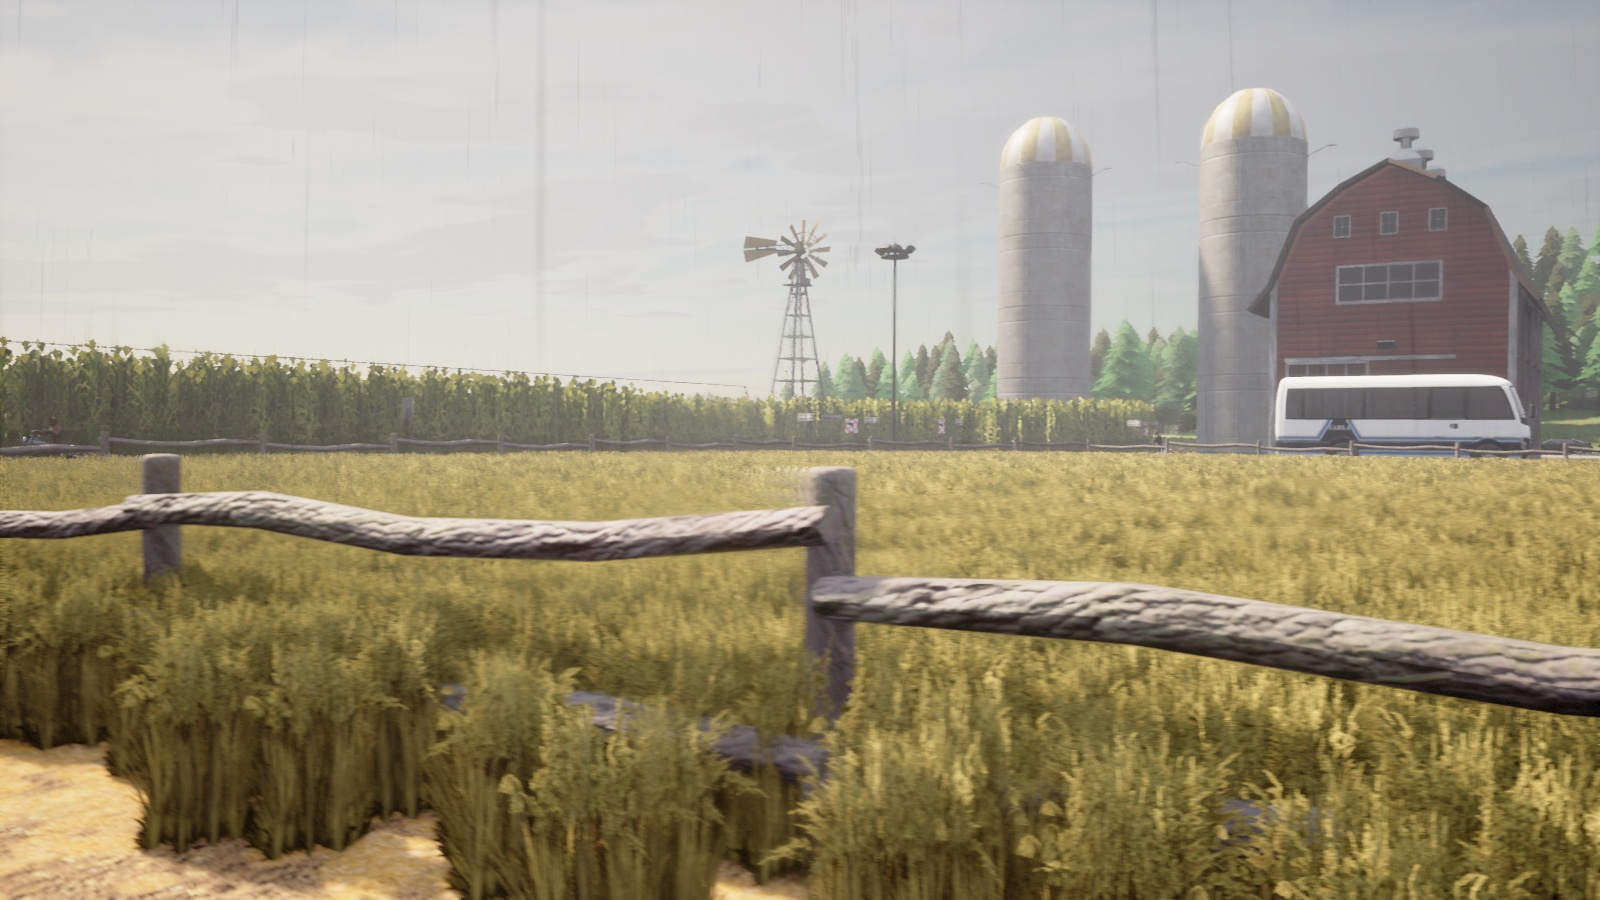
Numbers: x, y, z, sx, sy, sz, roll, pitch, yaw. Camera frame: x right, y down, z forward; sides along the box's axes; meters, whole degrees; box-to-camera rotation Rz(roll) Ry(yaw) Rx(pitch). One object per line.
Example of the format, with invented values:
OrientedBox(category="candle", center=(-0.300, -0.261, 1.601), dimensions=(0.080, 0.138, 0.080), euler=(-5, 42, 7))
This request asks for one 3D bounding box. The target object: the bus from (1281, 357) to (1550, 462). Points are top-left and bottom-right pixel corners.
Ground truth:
OrientedBox(category="bus", center=(26.900, -1.641, 55.117), dimensions=(10.273, 4.253, 3.944), euler=(0, 1, 31))

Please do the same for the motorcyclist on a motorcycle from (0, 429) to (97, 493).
OrientedBox(category="motorcyclist on a motorcycle", center=(-20.395, 0.272, 33.891), dimensions=(0.766, 1.649, 2.350), euler=(0, 1, 34))
